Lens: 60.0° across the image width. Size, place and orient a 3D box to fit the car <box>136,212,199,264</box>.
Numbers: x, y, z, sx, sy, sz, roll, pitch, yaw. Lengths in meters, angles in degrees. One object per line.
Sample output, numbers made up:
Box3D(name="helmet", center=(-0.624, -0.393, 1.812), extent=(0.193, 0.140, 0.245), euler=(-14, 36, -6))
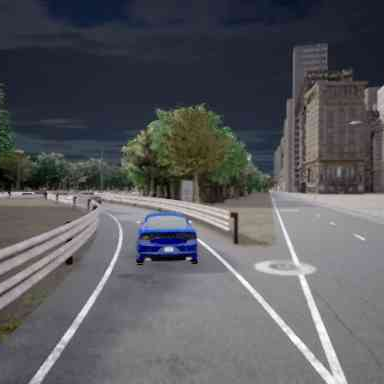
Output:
Box3D(name="car", center=(-0.964, 1.455, 11.824), extent=(1.882, 1.535, 5.008), euler=(0, 0, -7))

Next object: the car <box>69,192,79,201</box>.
Box3D(name="car", center=(-19.354, 0.716, 55.620), extent=(2.097, 1.767, 4.553), euler=(0, 1, -26))

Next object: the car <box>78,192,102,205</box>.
Box3D(name="car", center=(-14.101, 1.059, 46.863), extent=(1.837, 1.490, 4.892), euler=(0, 1, -33))
